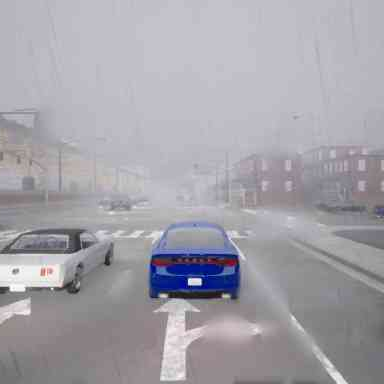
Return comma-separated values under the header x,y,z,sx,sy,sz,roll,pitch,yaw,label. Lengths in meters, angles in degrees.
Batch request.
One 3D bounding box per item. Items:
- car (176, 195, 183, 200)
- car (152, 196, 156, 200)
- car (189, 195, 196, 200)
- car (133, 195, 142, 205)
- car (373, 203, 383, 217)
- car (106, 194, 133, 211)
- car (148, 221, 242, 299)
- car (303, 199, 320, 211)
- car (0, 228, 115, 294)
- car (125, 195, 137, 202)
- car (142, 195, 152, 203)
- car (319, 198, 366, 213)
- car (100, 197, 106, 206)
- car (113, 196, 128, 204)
x,y,z,sx,sy,sz,roll,pitch,yaw,label
-3.398,1.500,93.267,1.837,1.490,4.892,0,0,0,car
-10.406,1.548,85.709,1.895,1.301,4.718,0,0,0,car
0.102,1.540,93.311,2.033,1.411,5.357,0,0,0,car
-10.520,1.525,58.175,1.812,1.442,4.674,0,0,0,car
18.463,1.477,28.815,5.008,1.535,1.882,0,0,0,car
-9.077,1.224,41.246,2.150,2.045,5.566,-1,0,-18,car
0.075,1.478,8.508,1.882,1.535,5.008,0,0,1,car
15.755,1.491,39.486,4.902,1.511,2.128,0,0,0,car
-3.420,1.601,8.775,1.895,1.301,4.718,0,0,0,car
-13.917,1.500,75.729,1.837,1.490,4.892,0,0,0,car
-10.422,1.553,71.125,1.994,1.385,4.181,0,0,0,car
16.500,1.564,35.983,4.181,1.385,1.994,0,0,0,car
-14.023,1.526,56.060,1.812,1.442,4.674,0,0,0,car
-13.958,1.502,65.252,1.837,1.490,4.892,0,1,1,car
